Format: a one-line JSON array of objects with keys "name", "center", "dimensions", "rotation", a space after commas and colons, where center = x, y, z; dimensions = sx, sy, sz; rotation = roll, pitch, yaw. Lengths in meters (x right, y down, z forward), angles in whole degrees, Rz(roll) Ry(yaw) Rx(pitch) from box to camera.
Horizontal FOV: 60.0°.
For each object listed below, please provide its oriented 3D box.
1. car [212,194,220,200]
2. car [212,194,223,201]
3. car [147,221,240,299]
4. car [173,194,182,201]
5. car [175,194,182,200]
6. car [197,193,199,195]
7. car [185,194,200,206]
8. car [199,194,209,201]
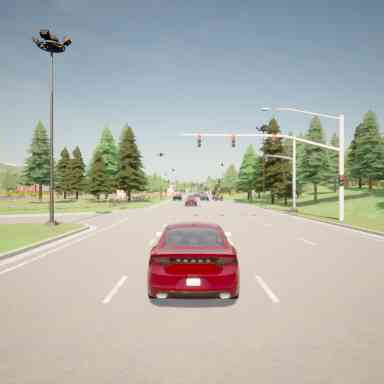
[{"name": "car", "center": [6.738, 1.372, 94.151], "dimensions": [2.033, 1.411, 5.357], "rotation": [0, 0, 0]}, {"name": "car", "center": [6.767, 1.516, 83.731], "dimensions": [2.128, 1.511, 4.902], "rotation": [0, 0, 0]}, {"name": "car", "center": [0.040, 1.478, 8.496], "dimensions": [1.882, 1.535, 5.008], "rotation": [0, 0, 0]}, {"name": "car", "center": [-3.733, 1.469, 83.702], "dimensions": [1.882, 1.535, 5.008], "rotation": [0, 0, 0]}, {"name": "car", "center": [-3.762, 1.310, 94.121], "dimensions": [1.882, 1.535, 5.008], "rotation": [0, 0, 0]}, {"name": "car", "center": [3.238, 1.357, 94.141], "dimensions": [2.128, 1.511, 4.902], "rotation": [0, 0, 0]}, {"name": "car", "center": [-0.147, 1.525, 53.098], "dimensions": [1.812, 1.442, 4.674], "rotation": [0, 0, 0]}, {"name": "car", "center": [3.266, 1.516, 84.138], "dimensions": [1.812, 1.442, 4.674], "rotation": [0, 0, 0]}]
